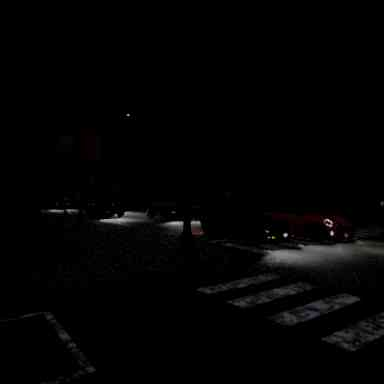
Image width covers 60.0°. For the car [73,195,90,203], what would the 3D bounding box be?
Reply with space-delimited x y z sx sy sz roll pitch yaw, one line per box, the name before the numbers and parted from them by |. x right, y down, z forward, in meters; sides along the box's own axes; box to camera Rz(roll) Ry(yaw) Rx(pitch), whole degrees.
car | -22.047 1.365 66.381 1.882 1.535 5.008 0 0 -36

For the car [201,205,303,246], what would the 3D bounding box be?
car | 2.361 1.491 15.367 1.837 1.490 4.892 0 0 -36

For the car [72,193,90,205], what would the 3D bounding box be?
car | -18.961 1.129 56.503 2.150 2.045 5.566 0 0 -35

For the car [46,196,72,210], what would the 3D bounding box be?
car | -17.481 1.413 43.042 1.882 1.535 5.008 0 0 -35

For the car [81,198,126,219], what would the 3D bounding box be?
car | -7.785 1.507 29.489 2.033 1.411 5.357 0 0 -36

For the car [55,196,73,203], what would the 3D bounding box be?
car | -25.097 1.437 65.052 2.033 1.411 5.357 0 0 -36

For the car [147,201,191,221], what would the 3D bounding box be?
car | -1.992 1.489 26.999 1.812 1.442 4.674 0 0 -35

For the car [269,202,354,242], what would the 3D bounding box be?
car | 5.519 1.334 16.538 2.097 1.767 4.553 0 0 -36
